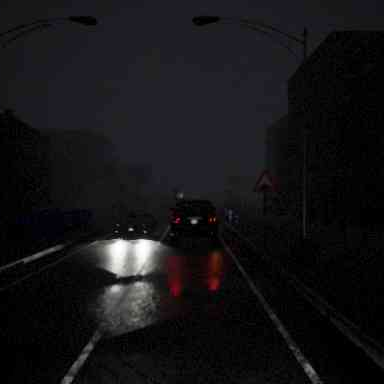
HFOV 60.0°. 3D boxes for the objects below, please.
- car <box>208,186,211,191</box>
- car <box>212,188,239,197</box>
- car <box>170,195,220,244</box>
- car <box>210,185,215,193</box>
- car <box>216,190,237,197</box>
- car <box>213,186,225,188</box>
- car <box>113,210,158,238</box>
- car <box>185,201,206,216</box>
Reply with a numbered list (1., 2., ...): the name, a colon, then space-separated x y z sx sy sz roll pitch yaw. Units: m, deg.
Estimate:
1. car: 7.870 -0.308 94.704 4.892 1.521 2.231 0 2 -1
2. car: 7.925 0.404 75.424 5.366 1.575 1.946 0 2 -1
3. car: 0.080 1.343 16.674 2.150 2.045 5.566 0 0 0
4. car: 8.034 -0.172 83.678 5.566 2.045 2.435 0 2 -1
5. car: 8.079 0.334 78.183 4.674 1.452 2.002 0 2 -1
6. car: 8.009 0.059 80.929 4.553 1.767 2.185 0 2 -1
7. car: -3.048 1.690 18.613 1.994 1.385 4.181 0 0 0
8. car: 0.469 1.664 34.270 1.895 1.301 4.718 0 1 4
